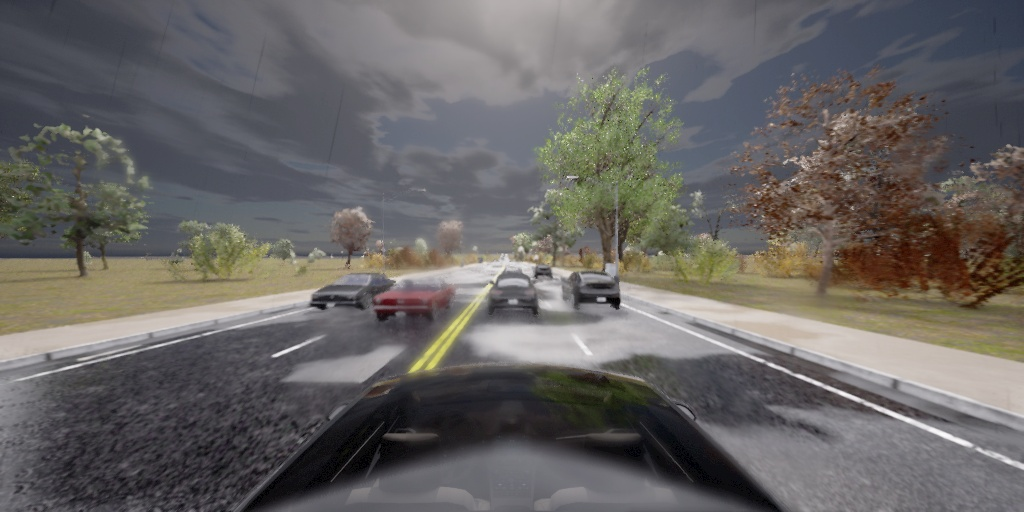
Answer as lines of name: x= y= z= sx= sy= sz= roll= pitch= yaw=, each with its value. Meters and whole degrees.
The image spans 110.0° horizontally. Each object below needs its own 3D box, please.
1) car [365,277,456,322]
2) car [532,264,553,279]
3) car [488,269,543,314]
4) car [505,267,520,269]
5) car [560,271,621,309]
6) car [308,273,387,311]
car: x=-3.335 y=1.467 z=13.022 sx=1.895 sy=1.301 sz=4.718 roll=0 pitch=-1 yaw=0
car: x=3.292 y=1.611 z=38.436 sx=1.837 sy=1.490 sz=4.892 roll=0 pitch=-1 yaw=0
car: x=0.059 y=1.403 z=14.331 sx=1.812 sy=1.442 sz=4.674 roll=0 pitch=0 yaw=0
car: x=0.050 y=1.666 z=33.871 sx=1.895 sy=1.301 sz=4.718 roll=0 pitch=-1 yaw=0
car: x=3.333 y=1.395 z=15.744 sx=1.837 sy=1.490 sz=4.892 roll=0 pitch=-1 yaw=0
car: x=-6.569 y=1.440 z=15.685 sx=2.033 sy=1.411 sz=5.357 roll=0 pitch=-1 yaw=0
